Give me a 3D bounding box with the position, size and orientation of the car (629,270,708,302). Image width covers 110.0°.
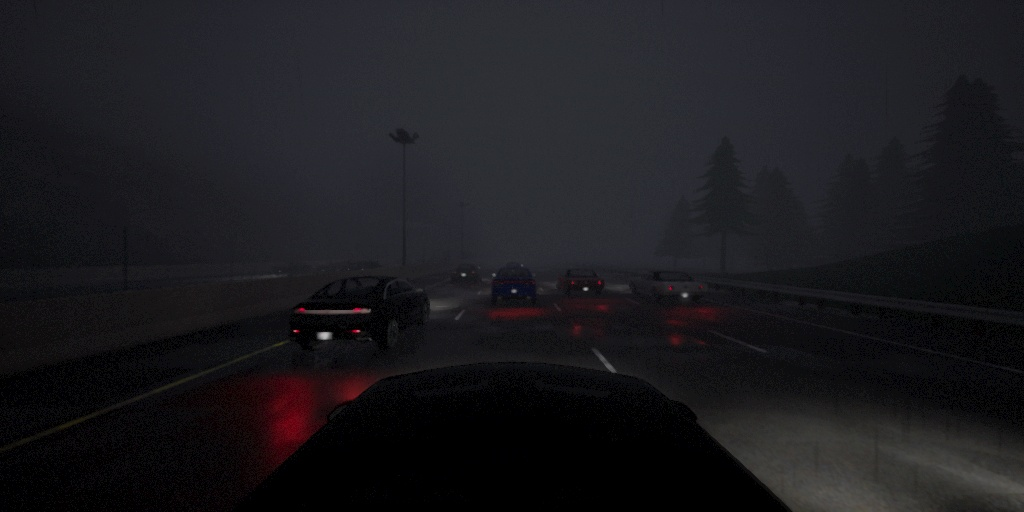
[{"bbox_3d":[7.101,1.331,16.917,1.895,1.301,4.718,0,0,0],"label":"car"}]

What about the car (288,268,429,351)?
[{"bbox_3d":[-3.398,1.233,8.926,2.128,1.511,4.902,0,0,0],"label":"car"}]

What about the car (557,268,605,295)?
[{"bbox_3d":[3.602,1.328,19.712,1.895,1.301,4.718,0,0,0],"label":"car"}]

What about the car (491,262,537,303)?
[{"bbox_3d":[0.089,1.209,16.471,1.882,1.535,5.008,0,0,0],"label":"car"}]

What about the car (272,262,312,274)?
[{"bbox_3d":[-24.575,1.305,40.163,1.895,1.301,4.718,0,0,0],"label":"car"}]

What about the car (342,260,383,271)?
[{"bbox_3d":[-14.086,1.188,34.648,1.882,1.535,5.008,0,0,0],"label":"car"}]

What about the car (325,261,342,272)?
[{"bbox_3d":[-17.580,1.196,38.740,2.128,1.511,4.902,0,0,0],"label":"car"}]

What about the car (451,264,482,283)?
[{"bbox_3d":[-3.397,1.283,27.261,1.994,1.385,4.181,0,0,0],"label":"car"}]

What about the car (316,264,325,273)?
[{"bbox_3d":[-21.071,1.302,42.252,1.895,1.301,4.718,0,0,0],"label":"car"}]
